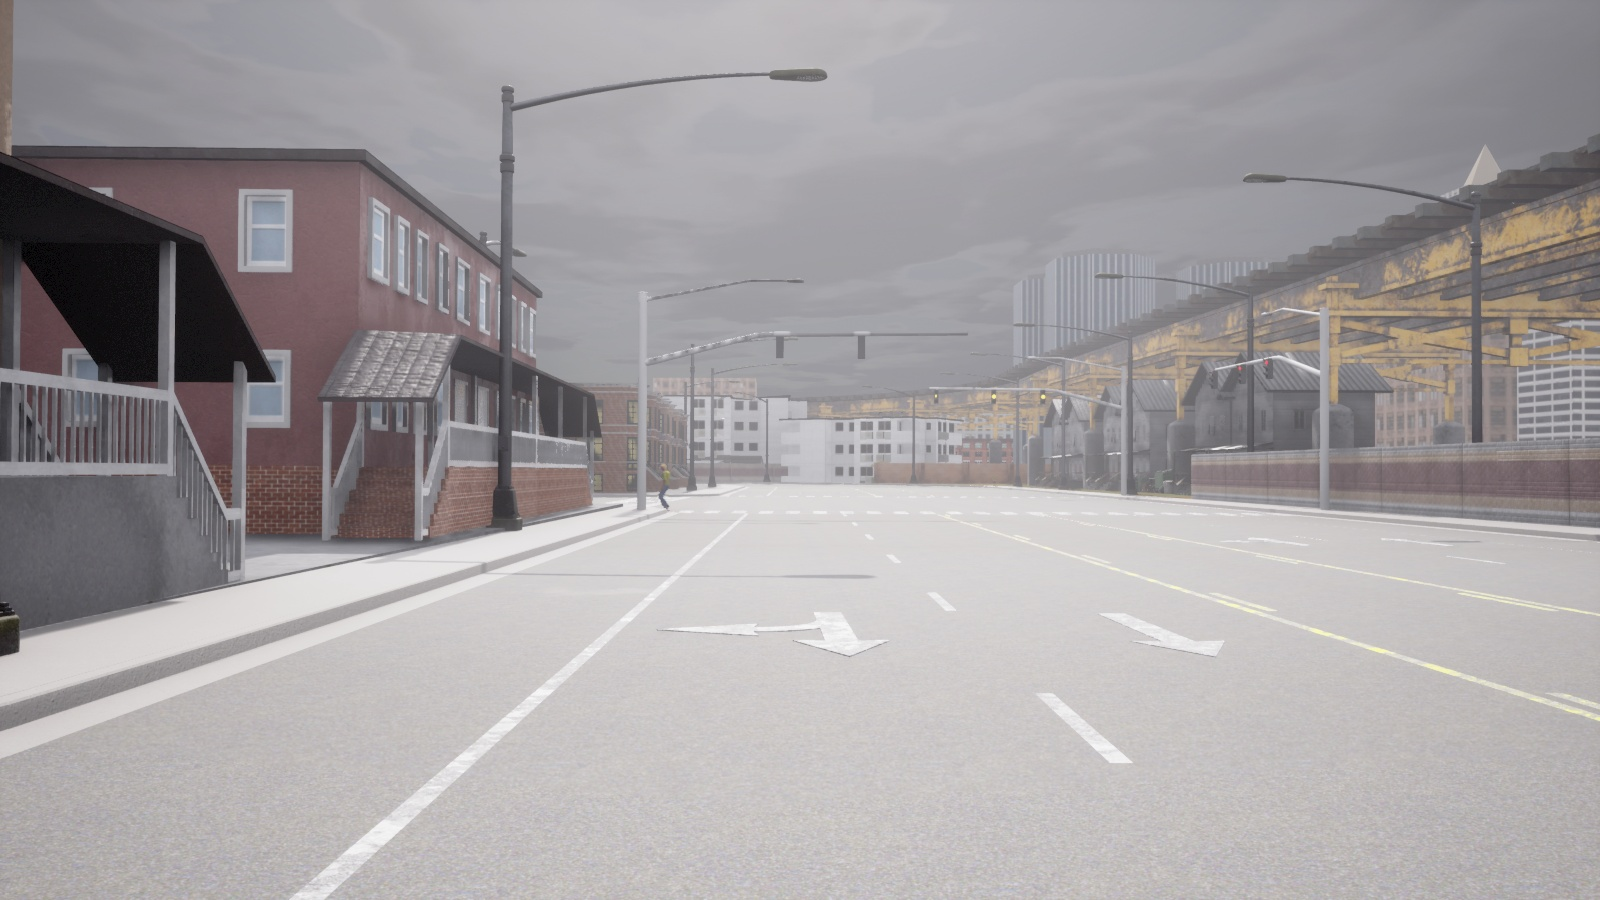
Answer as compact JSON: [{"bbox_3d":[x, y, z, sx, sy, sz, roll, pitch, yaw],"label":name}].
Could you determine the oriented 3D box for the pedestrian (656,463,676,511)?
[{"bbox_3d":[-5.158,1.417,48.261,0.706,1.836,0.354,0,-1,8],"label":"pedestrian"}]
